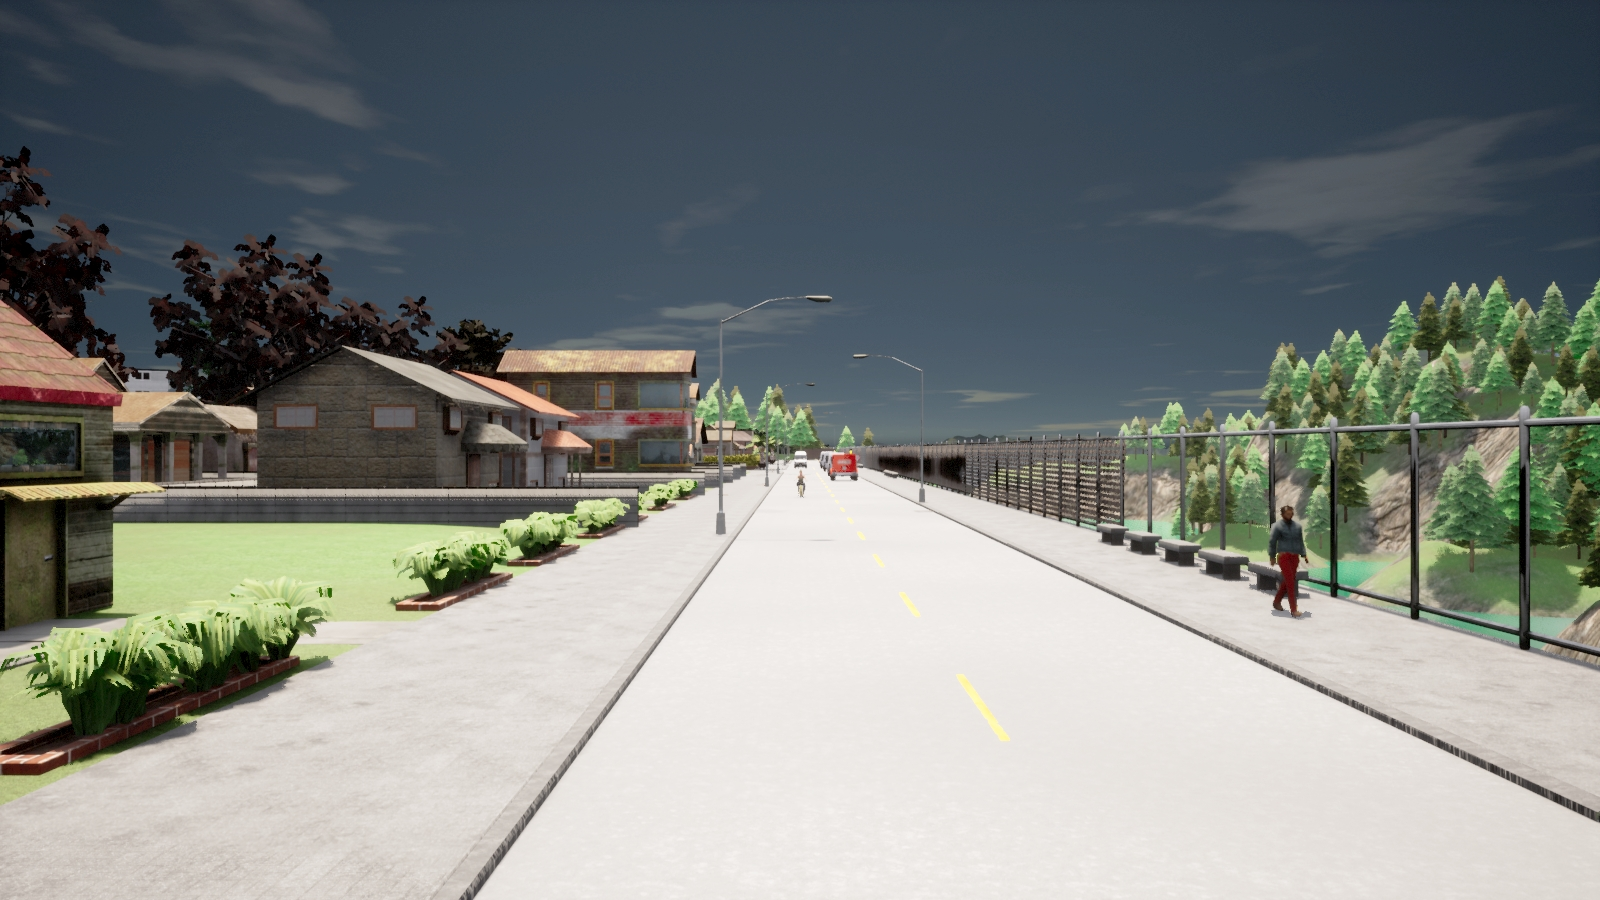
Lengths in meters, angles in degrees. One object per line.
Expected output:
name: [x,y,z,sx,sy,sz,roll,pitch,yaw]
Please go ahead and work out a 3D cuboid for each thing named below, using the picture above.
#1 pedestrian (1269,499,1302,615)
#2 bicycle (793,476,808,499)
pedestrian: [7.936,1.743,18.676,0.375,1.860,0.375,0,0,-1]
bicycle: [0.057,2.158,66.475,0.859,1.276,1.487,0,0,0]
